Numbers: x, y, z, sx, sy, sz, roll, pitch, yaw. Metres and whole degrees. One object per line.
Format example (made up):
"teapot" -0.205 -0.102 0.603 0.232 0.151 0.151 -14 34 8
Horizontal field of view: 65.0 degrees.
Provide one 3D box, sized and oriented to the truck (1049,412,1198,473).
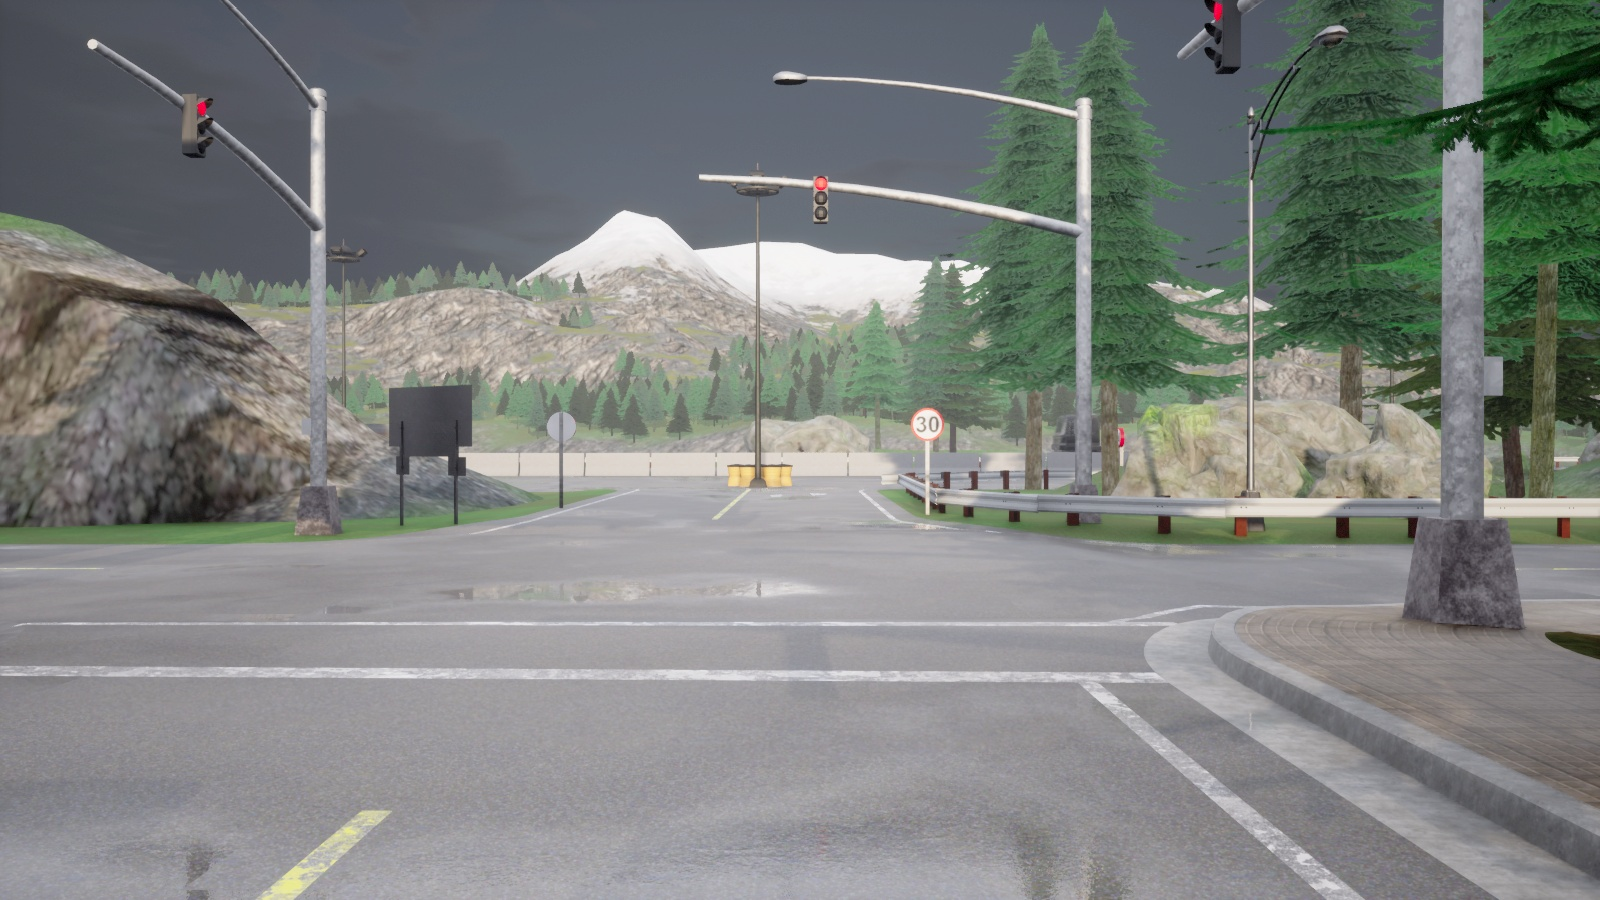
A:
"truck" 18.735 -0.437 73.042 7.936 3.462 2.891 0 0 0
